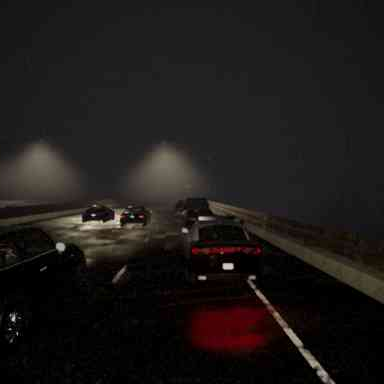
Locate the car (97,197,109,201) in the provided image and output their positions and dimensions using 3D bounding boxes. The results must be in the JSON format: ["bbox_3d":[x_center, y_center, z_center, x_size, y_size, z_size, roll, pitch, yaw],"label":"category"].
[{"bbox_3d":[-19.937,1.933,74.630,2.097,1.767,4.553,0,0,-2],"label":"car"}]

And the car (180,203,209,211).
[{"bbox_3d":[0.413,1.643,20.039,1.882,1.535,5.008,0,0,-2],"label":"car"}]

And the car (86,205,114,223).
[{"bbox_3d":[-7.806,1.803,28.100,1.994,1.385,4.181,0,0,-2],"label":"car"}]

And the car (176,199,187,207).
[{"bbox_3d":[-2.033,2.059,62.623,2.033,1.411,5.357,0,0,-2],"label":"car"}]

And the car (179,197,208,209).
[{"bbox_3d":[0.216,1.437,26.067,2.150,2.045,5.566,0,0,-2],"label":"car"}]

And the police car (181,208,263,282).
[{"bbox_3d":[0.737,1.509,10.155,1.930,1.638,5.238,0,0,-2],"label":"police car"}]

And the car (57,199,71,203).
[{"bbox_3d":[-26.781,2.145,69.785,1.994,1.385,4.181,0,0,-2],"label":"car"}]

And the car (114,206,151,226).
[{"bbox_3d":[-4.215,1.760,25.354,2.033,1.411,5.357,0,0,-2],"label":"car"}]

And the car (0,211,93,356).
[{"bbox_3d":[-3.588,1.408,6.273,2.097,1.767,4.553,0,0,-2],"label":"car"}]

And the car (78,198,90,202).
[{"bbox_3d":[-23.366,2.125,72.401,1.812,1.442,4.674,0,0,-2],"label":"car"}]

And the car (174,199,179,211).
[{"bbox_3d":[-1.475,1.887,46.521,1.837,1.490,4.892,0,0,-1],"label":"car"}]

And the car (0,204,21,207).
[{"bbox_3d":[-18.706,1.900,34.055,1.895,1.301,4.718,0,0,-2],"label":"car"}]

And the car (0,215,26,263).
[{"bbox_3d":[-7.223,1.598,10.316,1.837,1.490,4.892,0,0,-2],"label":"car"}]
